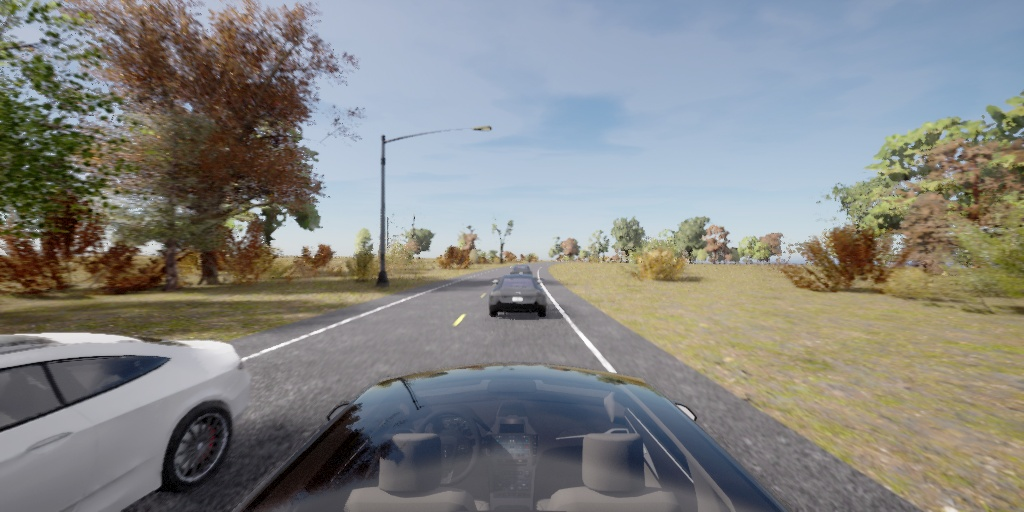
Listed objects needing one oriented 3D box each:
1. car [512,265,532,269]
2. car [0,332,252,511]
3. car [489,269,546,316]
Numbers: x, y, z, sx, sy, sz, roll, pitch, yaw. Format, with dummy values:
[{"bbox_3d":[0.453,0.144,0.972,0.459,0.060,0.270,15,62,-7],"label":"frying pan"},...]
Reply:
[{"bbox_3d":[0.906,1.485,33.433,1.994,1.385,4.181,0,0,3],"label":"car"},{"bbox_3d":[-3.584,1.269,1.836,1.812,1.442,4.674,0,0,0],"label":"car"},{"bbox_3d":[0.221,1.379,13.669,1.994,1.385,4.181,0,0,1],"label":"car"}]
